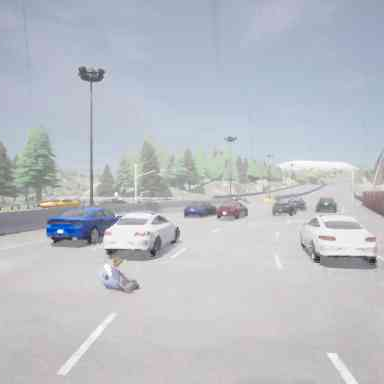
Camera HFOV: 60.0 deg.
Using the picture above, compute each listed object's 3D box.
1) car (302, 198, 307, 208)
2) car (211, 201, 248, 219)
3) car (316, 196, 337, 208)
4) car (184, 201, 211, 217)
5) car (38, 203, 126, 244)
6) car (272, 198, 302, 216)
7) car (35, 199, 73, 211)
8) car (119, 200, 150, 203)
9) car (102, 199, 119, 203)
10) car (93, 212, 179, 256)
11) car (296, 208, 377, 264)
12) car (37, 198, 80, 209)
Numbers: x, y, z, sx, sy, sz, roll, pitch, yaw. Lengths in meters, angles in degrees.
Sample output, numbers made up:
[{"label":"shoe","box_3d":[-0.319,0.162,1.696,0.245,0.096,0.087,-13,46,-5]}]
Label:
[{"label":"car","box_3d":[13.120,1.491,41.447,2.128,1.511,4.902,0,0,25]},{"label":"car","box_3d":[3.529,1.525,28.790,1.812,1.442,4.674,0,0,23]},{"label":"car","box_3d":[15.549,1.352,38.274,2.097,1.767,4.553,0,0,25]},{"label":"car","box_3d":[0.856,1.564,31.321,1.994,1.385,4.181,0,0,24]},{"label":"car","box_3d":[-4.768,1.478,15.891,1.882,1.535,5.008,0,-1,13]},{"label":"car","box_3d":[9.188,1.492,32.812,2.128,1.511,4.902,0,0,24]},{"label":"car","box_3d":[-17.463,1.564,42.268,1.994,1.385,4.181,0,0,25]},{"label":"car","box_3d":[-6.493,1.604,40.901,1.895,1.301,4.718,0,0,25]},{"label":"car","box_3d":[-9.989,1.565,41.701,1.994,1.385,4.181,0,0,25]},{"label":"car","box_3d":[-1.840,1.525,13.039,1.812,1.442,4.674,0,0,11]},{"label":"car","box_3d":[5.024,1.526,11.836,1.812,1.442,4.674,0,0,11]},{"label":"car","box_3d":[-15.292,1.477,38.621,1.882,1.535,5.008,0,0,25]}]
